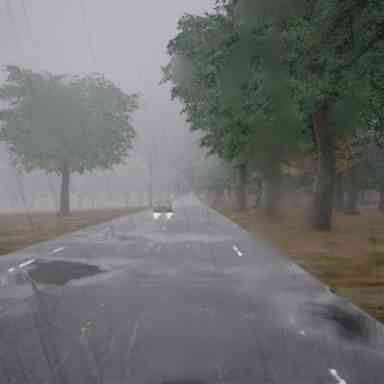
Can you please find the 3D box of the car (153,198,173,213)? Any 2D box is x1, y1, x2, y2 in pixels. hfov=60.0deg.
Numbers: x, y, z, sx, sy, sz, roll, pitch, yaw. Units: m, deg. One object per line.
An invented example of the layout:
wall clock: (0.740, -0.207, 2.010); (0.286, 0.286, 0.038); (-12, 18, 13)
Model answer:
car: (-3.589, 1.651, 41.822); (2.097, 1.767, 4.553); (0, -1, 0)
